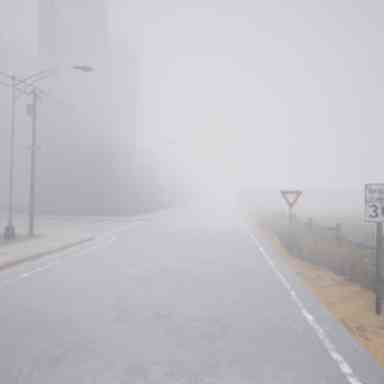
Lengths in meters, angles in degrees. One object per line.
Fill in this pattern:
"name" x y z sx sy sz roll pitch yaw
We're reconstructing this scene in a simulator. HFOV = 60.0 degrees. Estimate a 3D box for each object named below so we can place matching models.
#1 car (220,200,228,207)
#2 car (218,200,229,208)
"car" 7.399 2.531 76.330 1.812 1.442 4.674 1 -1 6
"car" 6.404 2.436 66.294 1.812 1.442 4.674 1 -1 6
